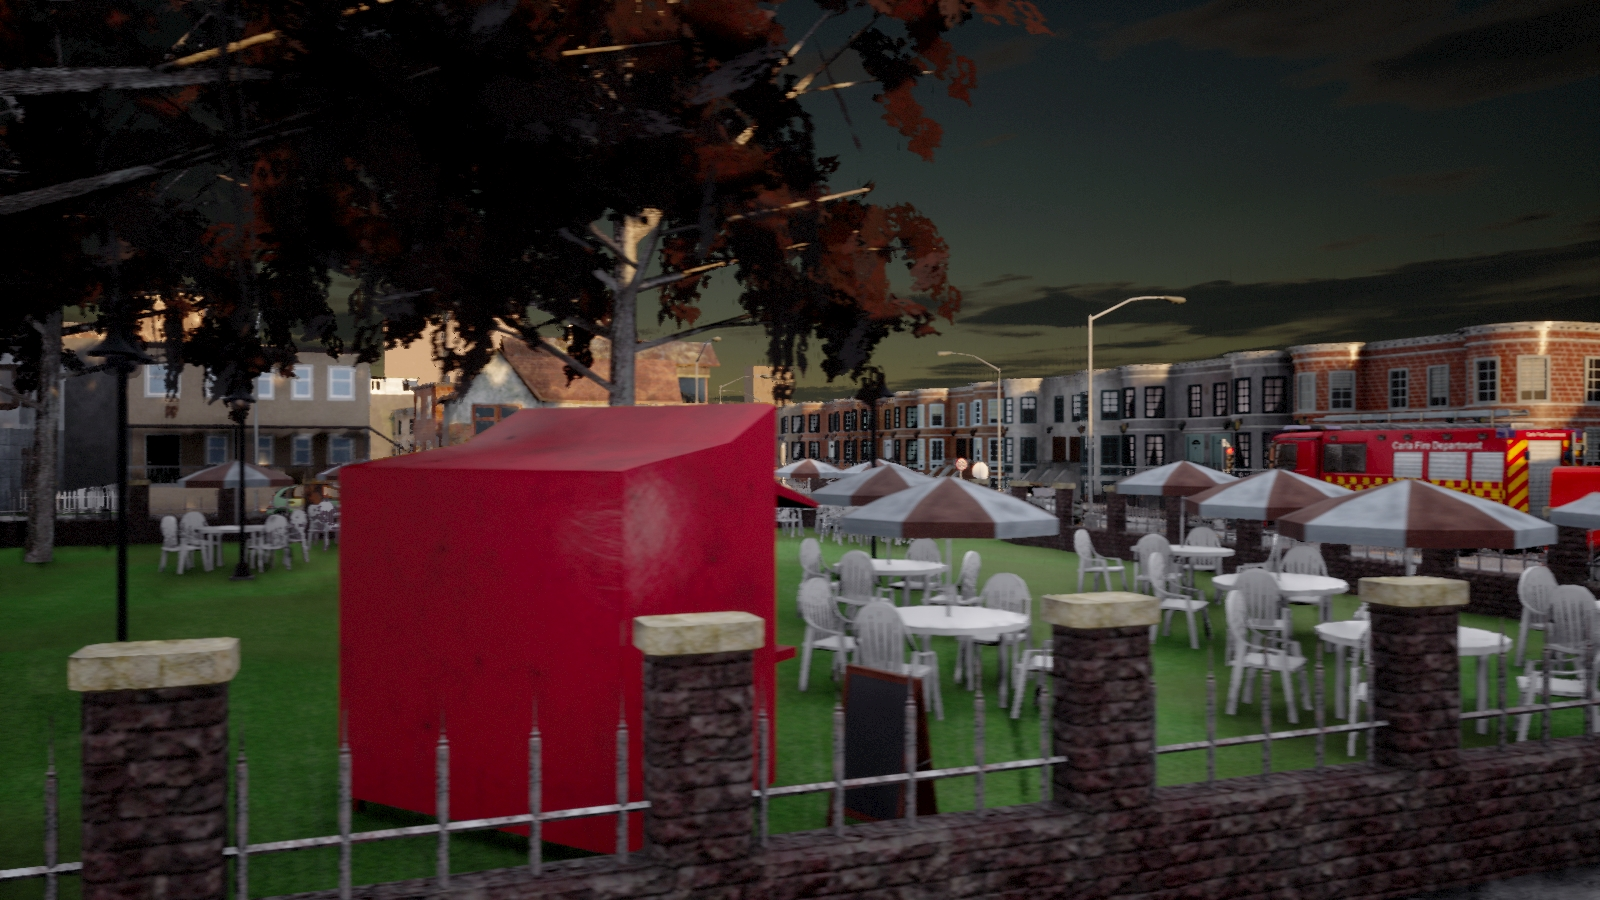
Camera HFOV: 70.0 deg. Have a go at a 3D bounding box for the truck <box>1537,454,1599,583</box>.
[{"bbox_3d":[17.095,1.340,21.207,2.627,2.467,5.204,0,1,-20],"label":"truck"}]

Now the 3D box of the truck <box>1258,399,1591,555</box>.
[{"bbox_3d":[17.254,0.670,32.479,2.891,3.827,8.468,0,0,-21],"label":"truck"}]

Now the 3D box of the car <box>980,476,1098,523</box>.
[{"bbox_3d":[8.949,1.816,43.301,2.038,1.542,4.974,0,0,-20],"label":"car"}]
